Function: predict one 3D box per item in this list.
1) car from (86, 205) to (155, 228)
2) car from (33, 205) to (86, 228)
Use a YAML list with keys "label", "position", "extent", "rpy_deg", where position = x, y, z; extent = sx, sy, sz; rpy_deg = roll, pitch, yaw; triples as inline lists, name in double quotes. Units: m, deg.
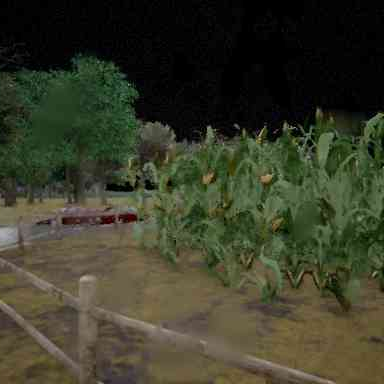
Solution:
- label: "car"
  position: [-4.841, 1.710, 24.288]
  extent: [1.882, 1.535, 5.008]
  rpy_deg: [-2, -2, 36]
- label: "car"
  position: [-9.153, 1.751, 24.662]
  extent: [1.882, 1.535, 5.008]
  rpy_deg: [-1, -2, 37]
